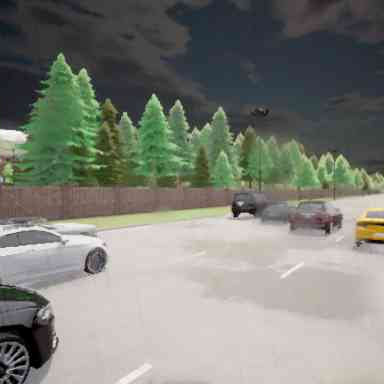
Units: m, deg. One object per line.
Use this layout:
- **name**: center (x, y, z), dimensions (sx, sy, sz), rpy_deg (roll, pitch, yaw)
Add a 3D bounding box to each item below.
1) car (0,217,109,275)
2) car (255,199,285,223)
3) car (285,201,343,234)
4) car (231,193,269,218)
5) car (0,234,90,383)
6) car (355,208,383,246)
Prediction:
- **car**: center (-4.182, 1.505, 8.140), dimensions (1.812, 1.442, 4.674), rpy_deg (0, 0, 33)
- **car**: center (6.589, 1.491, 24.458), dimensions (1.994, 1.385, 4.181), rpy_deg (0, 0, 33)
- **car**: center (7.213, 1.294, 19.049), dimensions (2.097, 1.767, 4.553), rpy_deg (0, 0, 33)
- **car**: center (5.383, 1.132, 28.984), dimensions (2.150, 2.045, 5.566), rpy_deg (0, 0, 33)
- **car**: center (-3.556, 1.486, 2.734), dimensions (2.128, 1.511, 4.902), rpy_deg (0, 0, 33)
- **car**: center (8.335, 1.432, 14.396), dimensions (1.882, 1.535, 5.008), rpy_deg (0, 0, 33)
